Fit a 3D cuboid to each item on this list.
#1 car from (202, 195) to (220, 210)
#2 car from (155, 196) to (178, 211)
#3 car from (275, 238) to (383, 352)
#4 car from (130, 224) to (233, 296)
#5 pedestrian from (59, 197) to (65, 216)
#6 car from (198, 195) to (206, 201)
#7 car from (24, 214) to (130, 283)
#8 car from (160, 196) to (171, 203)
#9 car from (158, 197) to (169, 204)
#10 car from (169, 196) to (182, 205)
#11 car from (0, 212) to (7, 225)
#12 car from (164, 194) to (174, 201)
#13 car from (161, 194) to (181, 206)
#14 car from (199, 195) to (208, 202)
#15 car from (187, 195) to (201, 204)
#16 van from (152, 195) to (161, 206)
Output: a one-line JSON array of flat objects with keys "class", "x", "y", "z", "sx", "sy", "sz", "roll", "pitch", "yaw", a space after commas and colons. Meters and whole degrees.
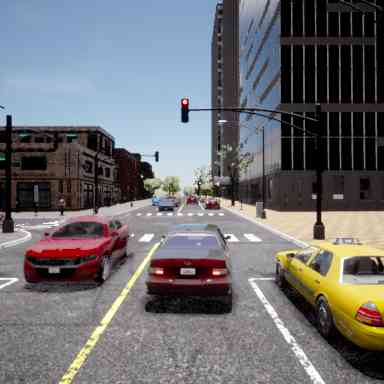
[{"class": "car", "x": 2.687, "y": 1.456, "z": 44.131, "sx": 1.967, "sy": 1.590, "sz": 4.097, "roll": 1, "pitch": 0, "yaw": 0}, {"class": "car", "x": -3.138, "y": 1.562, "z": 41.114, "sx": 2.033, "sy": 1.411, "sz": 5.357, "roll": 0, "pitch": 0, "yaw": -3}, {"class": "car", "x": 2.836, "y": 1.527, "z": 6.353, "sx": 1.752, "sy": 1.417, "sz": 4.829, "roll": 1, "pitch": 0, "yaw": 0}, {"class": "car", "x": 0.072, "y": 1.550, "z": 8.803, "sx": 2.033, "sy": 1.411, "sz": 5.357, "roll": 0, "pitch": 0, "yaw": 3}, {"class": "pedestrian", "x": -12.556, "y": 1.369, "z": 32.120, "sx": 0.375, "sy": 1.860, "sz": 0.375, "roll": 0, "pitch": 0, "yaw": 1}, {"class": "car", "x": 2.670, "y": 1.580, "z": 88.410, "sx": 1.887, "sy": 1.381, "sz": 4.507, "roll": 1, "pitch": 0, "yaw": 0}, {"class": "car", "x": -3.086, "y": 1.480, "z": 9.894, "sx": 1.882, "sy": 1.535, "sz": 5.008, "roll": 0, "pitch": 0, "yaw": -1}, {"class": "car", "x": -5.705, "y": 1.594, "z": 71.815, "sx": 1.947, "sy": 1.339, "sz": 4.313, "roll": 1, "pitch": 0, "yaw": 0}, {"class": "car", "x": -5.703, "y": 1.608, "z": 66.280, "sx": 1.802, "sy": 1.307, "sz": 4.206, "roll": 1, "pitch": 0, "yaw": 0}, {"class": "car", "x": -3.088, "y": 1.515, "z": 61.390, "sx": 2.128, "sy": 1.511, "sz": 4.902, "roll": 0, "pitch": 0, "yaw": 0}, {"class": "car", "x": -15.385, "y": 1.640, "z": 23.352, "sx": 4.674, "sy": 1.442, "sz": 1.812, "roll": -1, "pitch": -1, "yaw": 2}, {"class": "car", "x": -5.705, "y": 1.348, "z": 82.883, "sx": 2.192, "sy": 1.841, "sz": 5.009, "roll": 1, "pitch": 0, "yaw": 0}, {"class": "car", "x": -3.113, "y": 1.371, "z": 51.013, "sx": 2.097, "sy": 1.767, "sz": 4.553, "roll": 0, "pitch": 0, "yaw": 0}, {"class": "car", "x": 2.674, "y": 1.556, "z": 77.510, "sx": 1.752, "sy": 1.417, "sz": 4.829, "roll": 1, "pitch": 0, "yaw": 0}, {"class": "car", "x": 0.076, "y": 1.376, "z": 63.063, "sx": 2.097, "sy": 1.767, "sz": 4.553, "roll": 0, "pitch": 0, "yaw": 0}, {"class": "van", "x": -5.696, "y": 1.362, "z": 55.212, "sx": 1.690, "sy": 1.788, "sz": 3.998, "roll": 1, "pitch": 0, "yaw": 0}]
